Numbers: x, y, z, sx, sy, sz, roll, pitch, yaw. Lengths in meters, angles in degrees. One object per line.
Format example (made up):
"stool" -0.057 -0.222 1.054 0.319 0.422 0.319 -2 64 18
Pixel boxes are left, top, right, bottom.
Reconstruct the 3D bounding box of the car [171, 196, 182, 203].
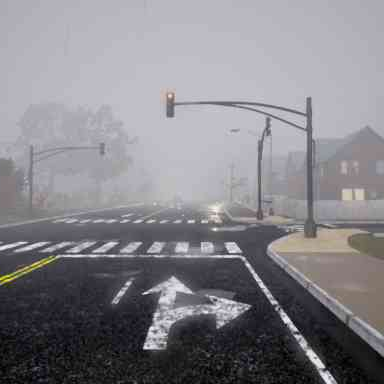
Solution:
"car" -3.095 1.536 67.889 1.812 1.442 4.674 0 0 5

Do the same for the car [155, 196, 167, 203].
"car" -6.330 1.497 68.207 1.882 1.535 5.008 0 0 5
